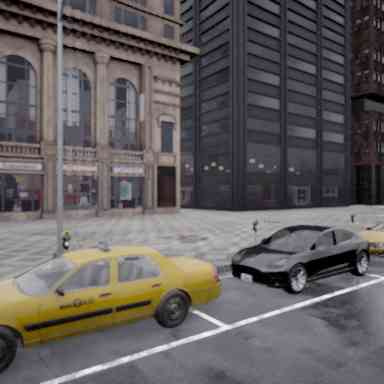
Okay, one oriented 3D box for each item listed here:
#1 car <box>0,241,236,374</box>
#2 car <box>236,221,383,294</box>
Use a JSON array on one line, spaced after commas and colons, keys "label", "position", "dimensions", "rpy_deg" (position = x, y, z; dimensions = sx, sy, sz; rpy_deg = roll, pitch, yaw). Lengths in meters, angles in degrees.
[{"label": "car", "position": [-1.714, 1.527, 5.427], "dimensions": [4.829, 1.417, 1.752], "rpy_deg": [0, 0, -36]}, {"label": "car", "position": [3.015, 1.574, 8.802], "dimensions": [4.313, 1.339, 1.947], "rpy_deg": [0, 0, -36]}]
